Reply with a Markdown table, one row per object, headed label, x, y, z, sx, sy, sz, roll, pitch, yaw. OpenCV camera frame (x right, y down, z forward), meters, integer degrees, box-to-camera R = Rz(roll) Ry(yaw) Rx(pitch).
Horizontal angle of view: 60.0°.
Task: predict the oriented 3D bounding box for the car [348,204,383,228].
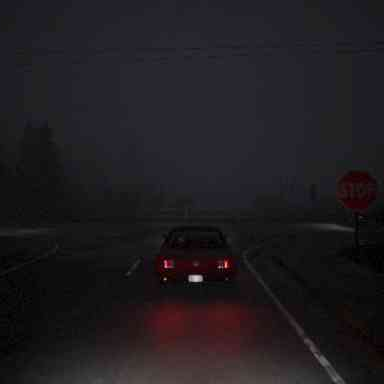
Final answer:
| label | x | y | z | sx | sy | sz | roll | pitch | yaw |
| --- | --- | --- | --- | --- | --- | --- | --- | --- | --- |
| car | 12.693 | 1.508 | 21.437 | 4.892 | 1.490 | 1.837 | 0 | 0 | 3 |

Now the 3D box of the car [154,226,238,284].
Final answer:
| label | x | y | z | sx | sy | sz | roll | pitch | yaw |
| --- | --- | --- | --- | --- | --- | --- | --- | --- | --- |
| car | 0.094 | 1.618 | 9.547 | 1.895 | 1.301 | 4.718 | 0 | 0 | 0 |
